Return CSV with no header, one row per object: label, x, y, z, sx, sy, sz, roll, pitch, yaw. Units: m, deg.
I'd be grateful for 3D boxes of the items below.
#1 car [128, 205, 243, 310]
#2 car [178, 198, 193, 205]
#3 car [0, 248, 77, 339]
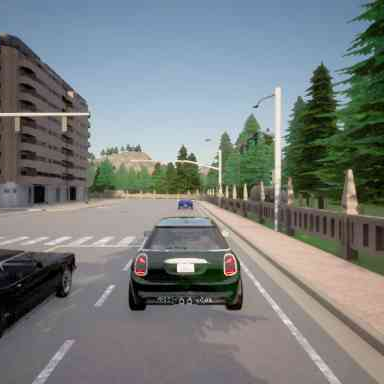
car,-0.126,1.352,7.951,2.097,1.767,4.553,0,0,0
car,-0.861,1.477,44.290,1.882,1.535,5.008,0,0,-1
car,-3.543,1.601,5.580,1.895,1.301,4.718,0,0,-1
